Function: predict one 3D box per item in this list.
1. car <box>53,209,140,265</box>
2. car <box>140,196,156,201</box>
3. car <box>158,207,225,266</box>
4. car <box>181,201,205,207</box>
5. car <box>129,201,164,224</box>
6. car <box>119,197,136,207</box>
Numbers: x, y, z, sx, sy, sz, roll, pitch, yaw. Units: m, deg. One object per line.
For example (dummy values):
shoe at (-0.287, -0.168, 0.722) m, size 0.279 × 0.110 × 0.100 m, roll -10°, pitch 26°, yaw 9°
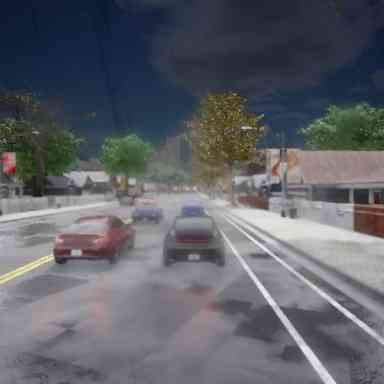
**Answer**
car at (-3.177, 1.523, 11.508) m, size 1.812 × 1.442 × 4.674 m, roll 0°, pitch 0°, yaw 0°
car at (-6.575, 1.341, 49.402) m, size 2.097 × 1.767 × 4.553 m, roll 0°, pitch 0°, yaw 0°
car at (0.072, 1.504, 11.446) m, size 1.837 × 1.490 × 4.892 m, roll 0°, pitch 0°, yaw 0°
car at (0.082, 1.472, 27.910) m, size 1.882 × 1.535 × 5.008 m, roll 0°, pitch 0°, yaw 0°
car at (-3.186, 1.596, 24.901) m, size 1.895 × 1.301 × 4.718 m, roll 0°, pitch 0°, yaw 0°
car at (-9.814, 1.494, 51.012) m, size 1.837 × 1.490 × 4.892 m, roll 0°, pitch 0°, yaw 0°
